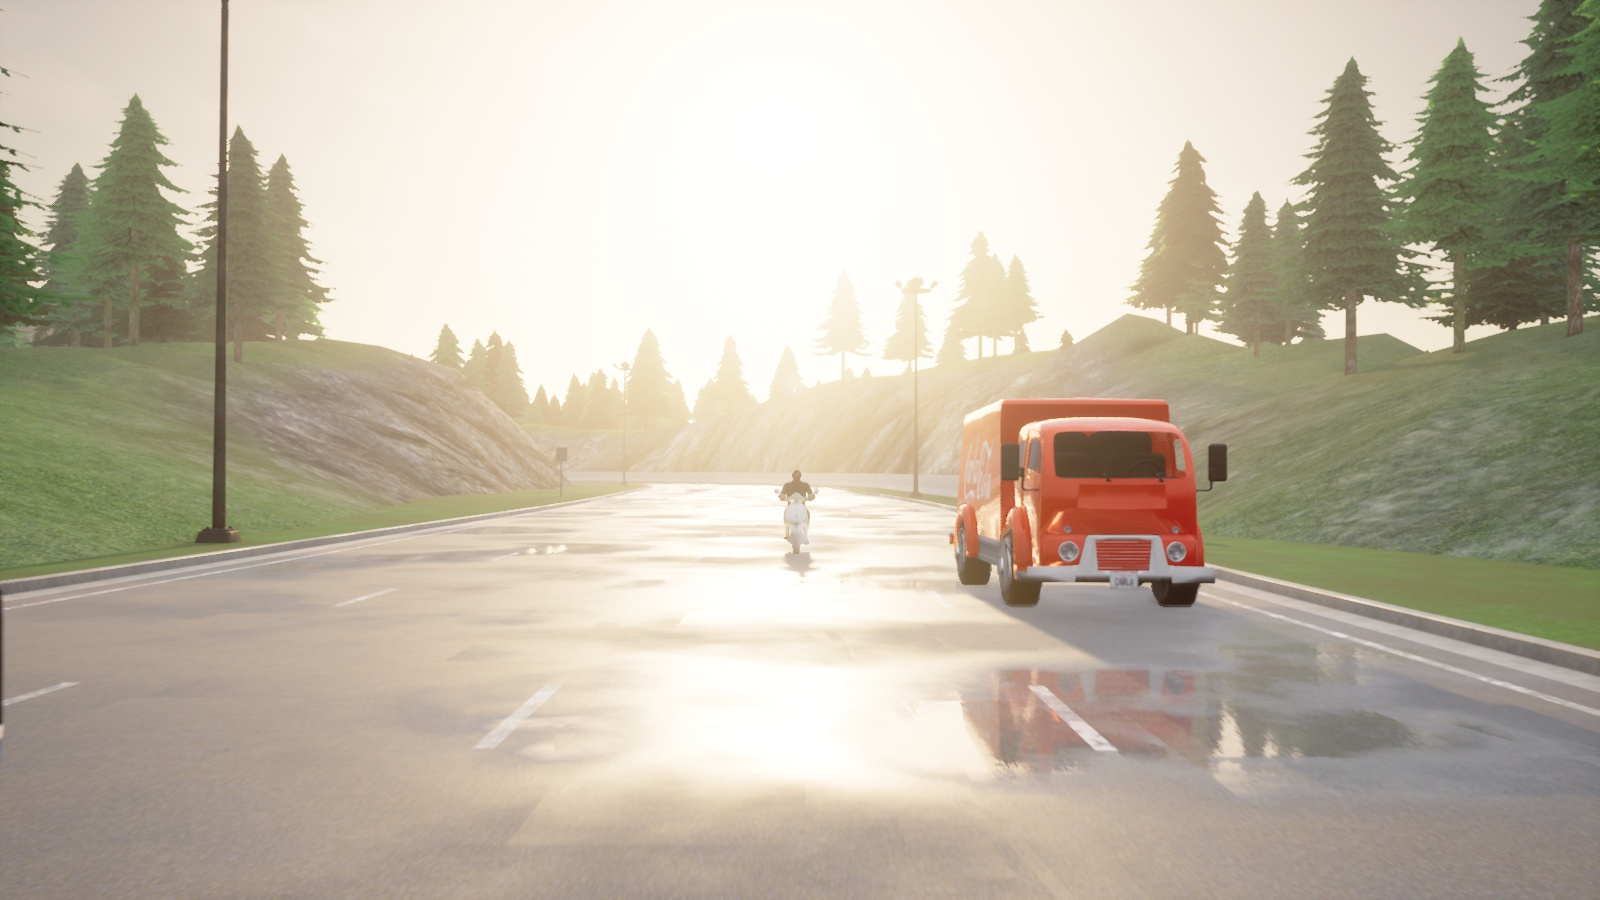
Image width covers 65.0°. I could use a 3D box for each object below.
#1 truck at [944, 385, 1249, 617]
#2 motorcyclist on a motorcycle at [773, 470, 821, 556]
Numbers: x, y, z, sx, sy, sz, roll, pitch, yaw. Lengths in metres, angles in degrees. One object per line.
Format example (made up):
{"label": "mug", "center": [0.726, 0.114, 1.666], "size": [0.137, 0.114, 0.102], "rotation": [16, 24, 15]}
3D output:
{"label": "truck", "center": [3.459, 0.585, 16.004], "size": [2.627, 2.467, 5.204], "rotation": [0, -1, 0]}
{"label": "motorcyclist on a motorcycle", "center": [-0.058, 1.177, 24.067], "size": [0.866, 1.590, 1.817], "rotation": [0, -1, 0]}
